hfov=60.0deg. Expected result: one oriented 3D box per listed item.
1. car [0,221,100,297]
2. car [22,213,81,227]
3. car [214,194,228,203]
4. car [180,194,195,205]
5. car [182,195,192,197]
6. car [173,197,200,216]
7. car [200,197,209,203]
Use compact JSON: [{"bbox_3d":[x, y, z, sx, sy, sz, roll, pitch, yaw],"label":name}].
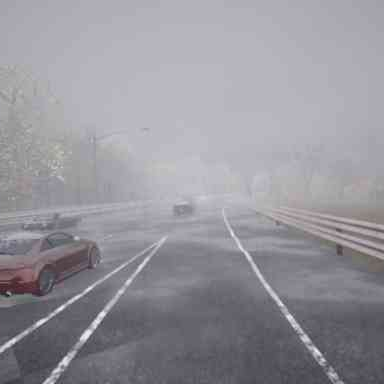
[{"bbox_3d":[-4.164,1.775,9.232,1.994,1.385,4.181,-3,0,7],"label":"car"},{"bbox_3d":[-9.508,2.141,23.100,1.895,1.301,4.718,-3,0,8],"label":"car"},{"bbox_3d":[6.228,1.422,74.612,2.097,1.767,4.553,-3,0,12],"label":"car"},{"bbox_3d":[-0.983,1.640,74.252,2.150,2.045,5.566,-3,0,12],"label":"car"},{"bbox_3d":[-1.134,1.801,54.400,2.128,1.511,4.902,-3,0,10],"label":"car"},{"bbox_3d":[-0.691,1.660,35.359,1.882,1.535,5.008,-3,0,9],"label":"car"},{"bbox_3d":[2.636,1.765,74.438,1.812,1.442,4.674,-3,0,12],"label":"car"}]
